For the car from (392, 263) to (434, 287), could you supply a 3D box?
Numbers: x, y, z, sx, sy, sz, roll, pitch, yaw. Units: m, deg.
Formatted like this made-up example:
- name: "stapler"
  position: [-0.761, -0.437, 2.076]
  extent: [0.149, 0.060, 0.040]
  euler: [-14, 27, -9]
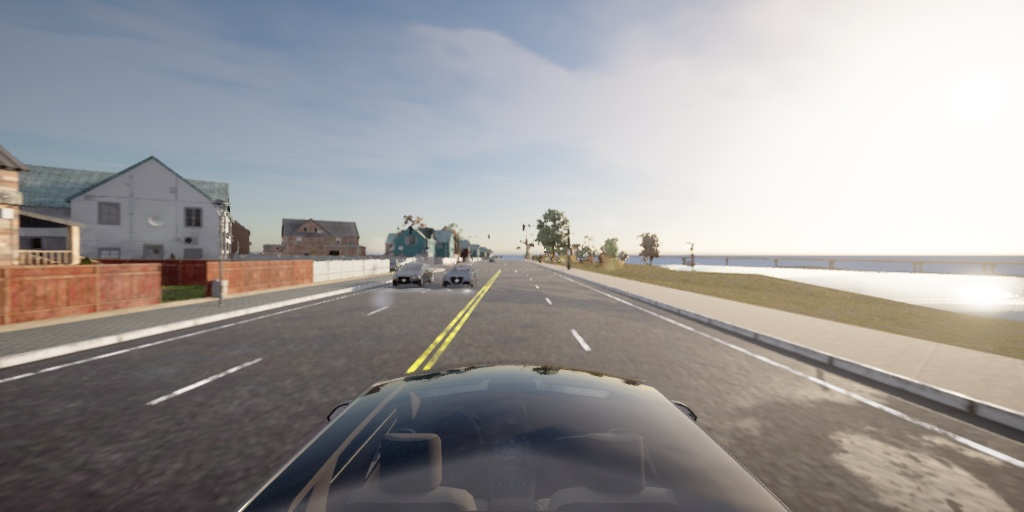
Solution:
- name: "car"
  position: [-6.604, 1.241, 24.333]
  extent: [1.837, 1.490, 4.892]
  euler: [0, 0, 0]

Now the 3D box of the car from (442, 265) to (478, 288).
- name: "car"
  position: [-3.354, 1.300, 23.758]
  extent: [1.994, 1.385, 4.181]
  euler: [0, 0, 0]
